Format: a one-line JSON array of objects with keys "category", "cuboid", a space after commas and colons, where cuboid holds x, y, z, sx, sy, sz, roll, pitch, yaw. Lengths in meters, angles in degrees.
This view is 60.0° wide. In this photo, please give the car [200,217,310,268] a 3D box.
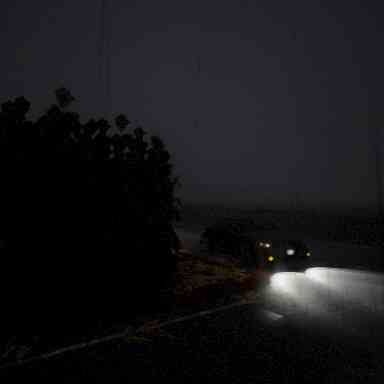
[{"category": "car", "cuboid": [1.972, 1.564, 11.436, 1.994, 1.385, 4.181, 0, 0, -27]}]
